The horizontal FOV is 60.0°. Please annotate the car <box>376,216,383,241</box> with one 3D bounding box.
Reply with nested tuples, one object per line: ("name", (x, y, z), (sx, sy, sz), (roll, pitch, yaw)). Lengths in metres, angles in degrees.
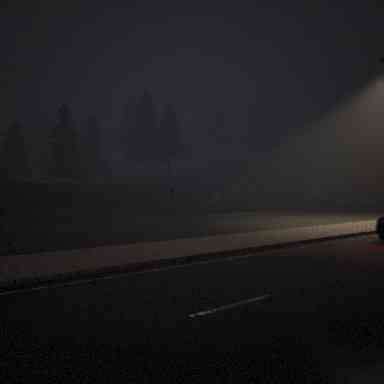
("car", (10.502, 1.491, 15.537), (4.902, 1.511, 2.128), (0, 0, -36))
